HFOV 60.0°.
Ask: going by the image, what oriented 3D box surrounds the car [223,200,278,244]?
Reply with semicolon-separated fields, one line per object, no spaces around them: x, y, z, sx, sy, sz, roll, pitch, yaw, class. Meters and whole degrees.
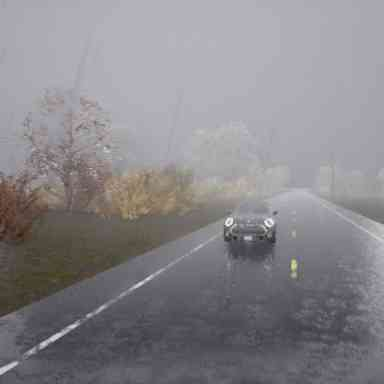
2.769;1.186;14.982;2.097;1.767;4.553;-1;0;16;car
